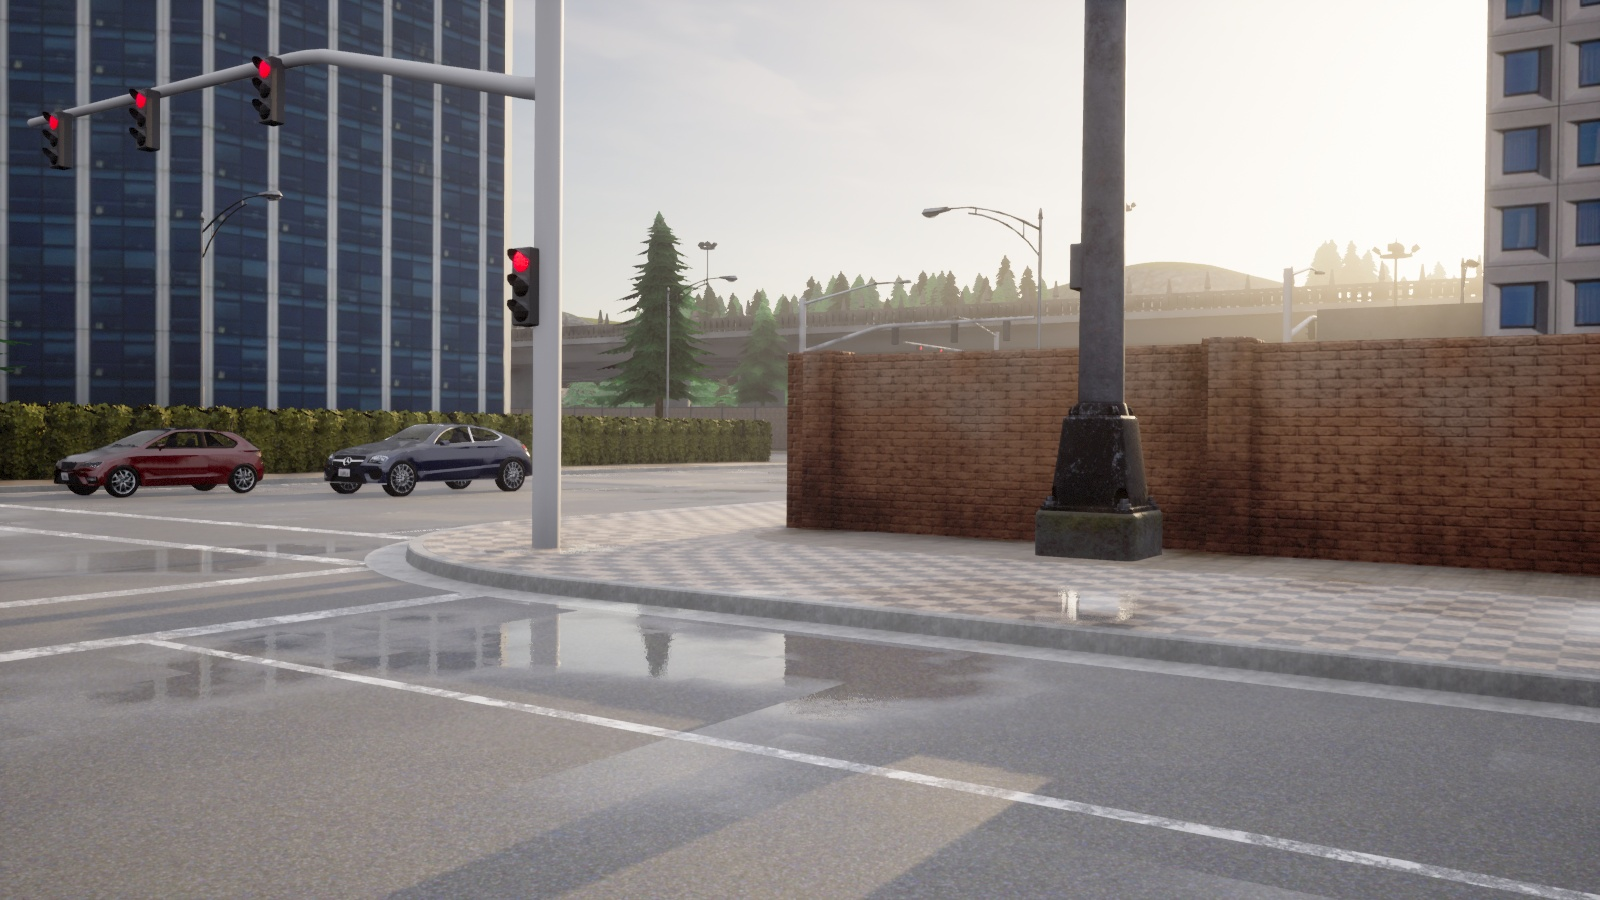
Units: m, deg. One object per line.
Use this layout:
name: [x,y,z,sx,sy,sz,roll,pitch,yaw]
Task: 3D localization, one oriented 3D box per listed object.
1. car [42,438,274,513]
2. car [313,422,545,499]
car: [-14.023,0.494,27.653,1.816,1.474,4.193,0,1,33]
car: [-8.596,0.184,29.564,2.152,1.651,5.027,0,1,33]
